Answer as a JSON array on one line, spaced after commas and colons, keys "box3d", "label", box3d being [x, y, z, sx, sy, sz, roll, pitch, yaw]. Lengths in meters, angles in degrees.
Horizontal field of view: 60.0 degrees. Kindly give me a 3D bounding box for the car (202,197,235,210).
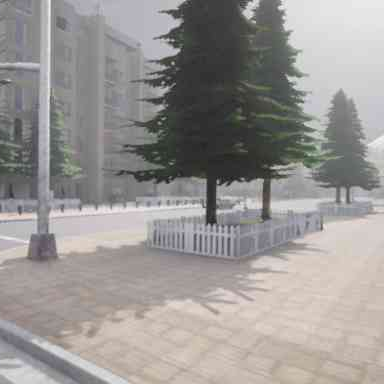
[{"box3d": [3.027, 1.283, 37.372, 1.895, 1.301, 4.718, 1, 1, 34], "label": "car"}]
